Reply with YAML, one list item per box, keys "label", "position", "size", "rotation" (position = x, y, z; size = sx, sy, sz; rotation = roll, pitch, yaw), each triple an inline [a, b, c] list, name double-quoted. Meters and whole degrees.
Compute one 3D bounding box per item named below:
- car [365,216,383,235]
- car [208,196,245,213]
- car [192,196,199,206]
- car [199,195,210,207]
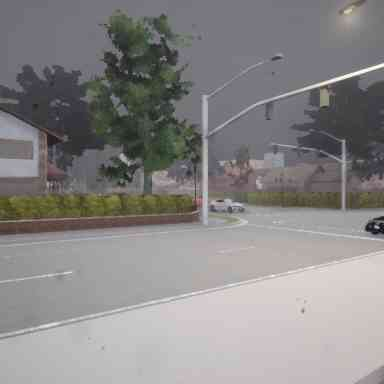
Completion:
- label: "car"
  position: [10.871, 1.525, 16.603]
  size: [4.181, 1.385, 1.994]
  rotation: [0, 0, -15]
- label: "car"
  position: [3.737, 1.435, 36.320]
  size: [1.812, 1.442, 4.674]
  rotation: [0, 0, -36]
- label: "car"
  position: [-1.666, 1.381, 43.761]
  size: [2.128, 1.511, 4.902]
  rotation: [0, 0, -36]
- label: "car"
  position: [1.494, 1.237, 45.705]
  size: [2.097, 1.767, 4.553]
  rotation: [0, 0, -36]
